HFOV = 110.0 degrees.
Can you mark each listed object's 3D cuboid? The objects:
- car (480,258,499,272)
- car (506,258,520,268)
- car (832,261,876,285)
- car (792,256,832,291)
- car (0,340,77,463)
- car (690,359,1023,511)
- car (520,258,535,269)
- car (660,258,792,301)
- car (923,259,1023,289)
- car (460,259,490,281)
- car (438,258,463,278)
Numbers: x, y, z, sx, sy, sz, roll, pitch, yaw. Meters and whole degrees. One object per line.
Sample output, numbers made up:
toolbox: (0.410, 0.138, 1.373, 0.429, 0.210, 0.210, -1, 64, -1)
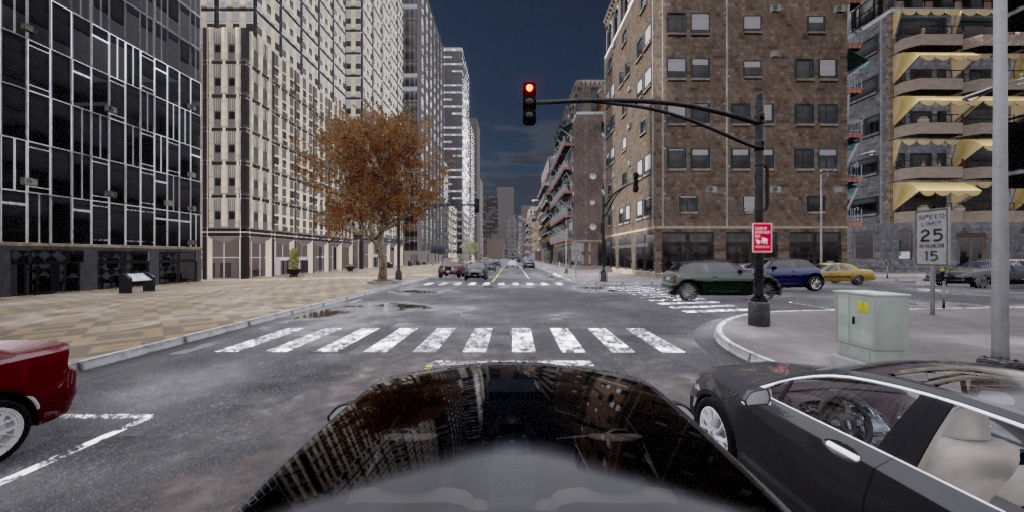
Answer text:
car: (-3.099, 1.338, 47.229, 1.994, 1.385, 4.181, 0, 0, 0)
car: (0.096, 1.314, 60.802, 1.812, 1.442, 4.674, 0, 0, 0)
car: (18.830, 0.992, 21.503, 4.829, 1.417, 1.751, 0, 0, -1)
car: (13.521, 0.896, 18.884, 4.553, 1.767, 2.097, -1, 0, 0)
car: (-5.692, 1.295, 2.030, 1.888, 1.381, 4.507, 0, 0, 0)
car: (2.688, 1.300, 2.031, 2.007, 1.370, 4.403, 0, 0, 0)
car: (2.685, 1.348, 56.509, 1.948, 1.339, 4.313, 0, 0, 0)
car: (9.095, 0.966, 15.860, 4.553, 1.767, 2.097, -1, 0, 6)
car: (25.293, 0.929, 18.979, 5.357, 1.411, 2.033, -1, 0, 0)
car: (-2.963, 1.265, 29.886, 1.837, 1.490, 4.892, 0, 0, -3)
car: (-5.695, 1.078, 34.418, 2.192, 1.841, 5.009, 0, 0, 0)
